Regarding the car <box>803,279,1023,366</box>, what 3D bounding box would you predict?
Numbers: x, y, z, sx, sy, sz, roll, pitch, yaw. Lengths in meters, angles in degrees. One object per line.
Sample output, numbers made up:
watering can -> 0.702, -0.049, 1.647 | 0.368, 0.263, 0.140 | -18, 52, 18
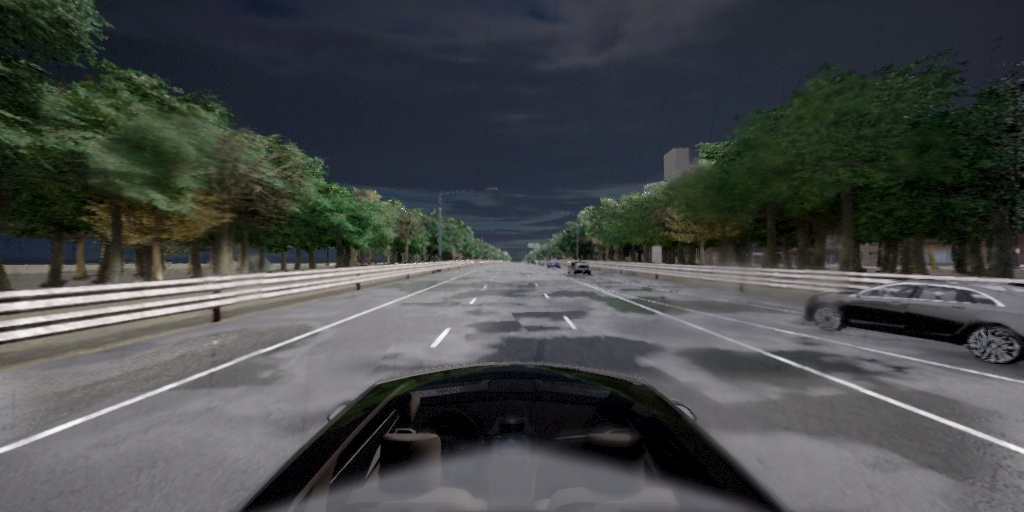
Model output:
car -> 9.490, 1.272, 8.194 | 2.128, 1.511, 4.902 | 0, 0, -12

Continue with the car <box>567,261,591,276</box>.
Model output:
car -> 7.011, 1.318, 37.689 | 1.837, 1.490, 4.892 | 0, 0, 0

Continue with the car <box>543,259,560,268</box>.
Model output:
car -> 7.053, 1.254, 62.622 | 2.097, 1.767, 4.553 | 0, 0, 0
